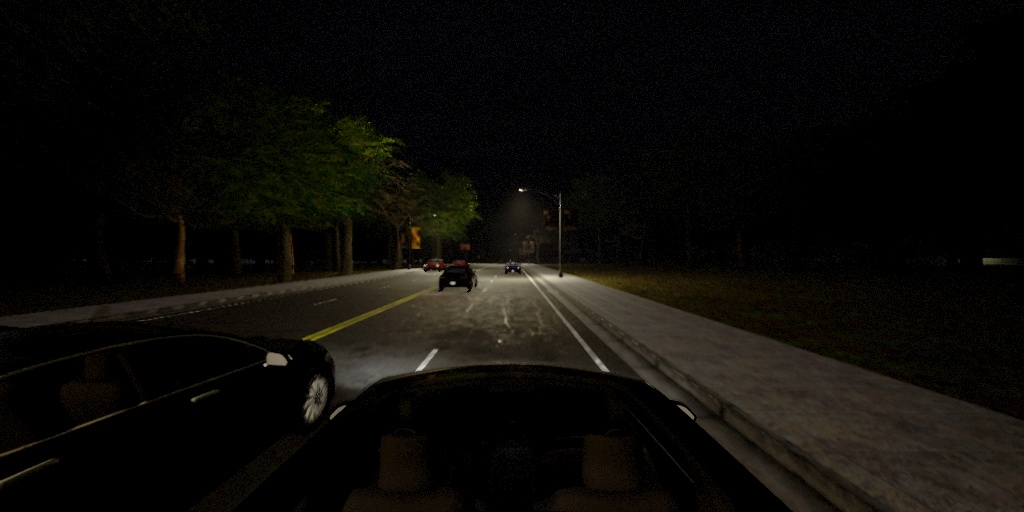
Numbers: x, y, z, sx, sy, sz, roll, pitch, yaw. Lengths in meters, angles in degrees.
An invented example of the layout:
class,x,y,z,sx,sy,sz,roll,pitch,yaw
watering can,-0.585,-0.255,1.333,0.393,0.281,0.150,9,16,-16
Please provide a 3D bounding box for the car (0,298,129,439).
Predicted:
class,x,y,z,sx,sy,sz,roll,pitch,yaw
car,-6.600,1.313,3.150,1.994,1.385,4.181,0,0,0

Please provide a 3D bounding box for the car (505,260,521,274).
class,x,y,z,sx,sy,sz,roll,pitch,yaw
car,0.109,1.396,42.547,1.895,1.301,4.718,0,0,0

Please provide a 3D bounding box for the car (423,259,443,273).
class,x,y,z,sx,sy,sz,roll,pitch,yaw
car,-9.821,1.156,45.688,2.097,1.767,4.553,0,0,0

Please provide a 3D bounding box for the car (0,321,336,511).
class,x,y,z,sx,sy,sz,roll,pitch,yaw
car,-3.149,1.255,2.631,1.837,1.490,4.892,0,0,0

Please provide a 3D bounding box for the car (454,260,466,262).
class,x,y,z,sx,sy,sz,roll,pitch,yaw
car,-6.574,1.281,45.128,1.882,1.535,5.008,0,0,0

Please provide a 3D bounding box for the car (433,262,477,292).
class,x,y,z,sx,sy,sz,roll,pitch,yaw
car,-3.145,1.278,21.342,1.812,1.442,4.674,0,0,0
